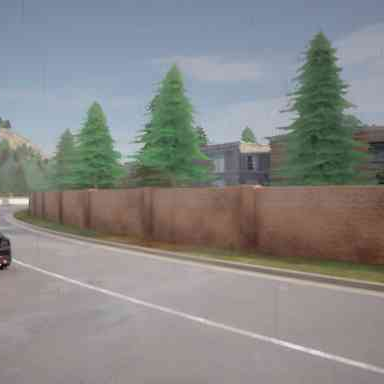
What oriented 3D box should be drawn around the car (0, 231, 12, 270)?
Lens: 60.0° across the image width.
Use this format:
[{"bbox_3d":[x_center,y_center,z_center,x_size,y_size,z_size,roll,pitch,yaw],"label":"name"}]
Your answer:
[{"bbox_3d":[-7.261,1.604,10.405,4.892,1.490,1.837,-1,-1,43],"label":"car"}]
